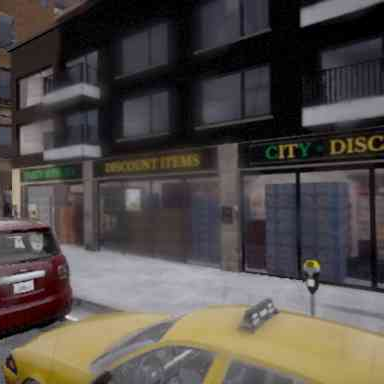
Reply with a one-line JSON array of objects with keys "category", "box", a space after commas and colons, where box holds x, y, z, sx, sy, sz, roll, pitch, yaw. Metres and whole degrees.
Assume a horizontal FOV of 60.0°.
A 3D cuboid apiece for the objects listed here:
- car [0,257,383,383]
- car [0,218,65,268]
[{"category": "car", "box": [0.288, 1.537, 2.650, 4.829, 1.417, 1.752, -1, -1, 35]}, {"category": "car", "box": [-4.194, 1.380, 5.847, 5.009, 1.841, 2.192, -1, -1, 35]}]
